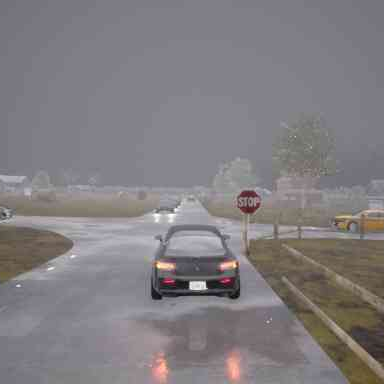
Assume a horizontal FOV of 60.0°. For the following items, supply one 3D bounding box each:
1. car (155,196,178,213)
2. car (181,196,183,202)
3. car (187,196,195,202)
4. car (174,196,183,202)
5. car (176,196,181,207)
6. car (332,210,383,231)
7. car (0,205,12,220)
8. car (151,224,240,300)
[{"bbox_3d":[-2.926,1.529,37.184,1.837,1.490,4.892,0,0,0],"label":"car"},{"bbox_3d":[-2.953,1.526,57.613,1.882,1.535,5.008,0,0,0],"label":"car"},{"bbox_3d":[-0.163,1.563,78.508,1.882,1.535,5.008,0,0,0],"label":"car"},{"bbox_3d":[-2.900,1.468,72.179,1.895,1.301,4.718,0,0,0],"label":"car"},{"bbox_3d":[-2.937,1.597,47.148,1.994,1.385,4.181,0,0,0],"label":"car"},{"bbox_3d":[12.566,2.030,23.627,5.008,1.535,1.882,2,0,-2],"label":"car"},{"bbox_3d":[-13.796,1.018,20.637,4.902,1.511,2.128,2,0,0],"label":"car"},{"bbox_3d":[0.030,1.528,8.309,1.812,1.442,4.674,0,0,-2],"label":"car"}]
